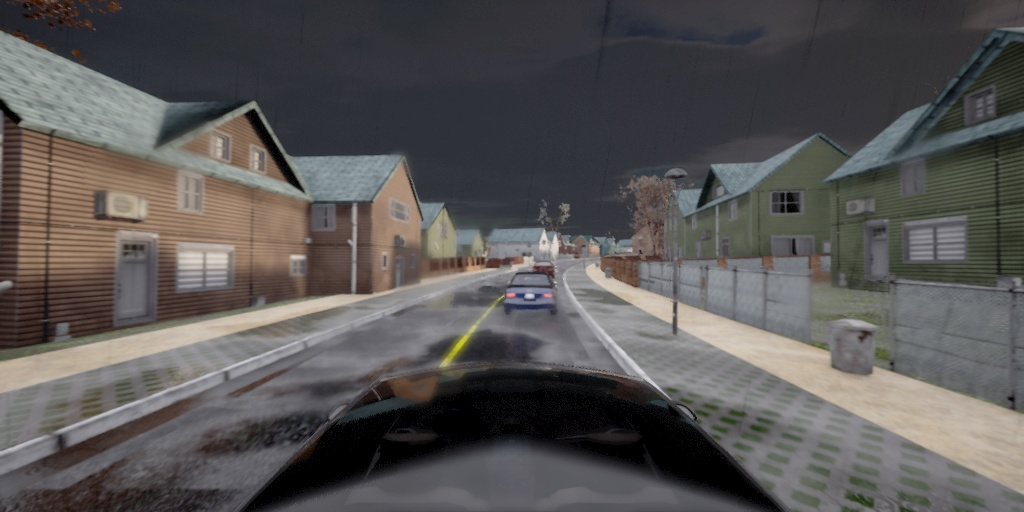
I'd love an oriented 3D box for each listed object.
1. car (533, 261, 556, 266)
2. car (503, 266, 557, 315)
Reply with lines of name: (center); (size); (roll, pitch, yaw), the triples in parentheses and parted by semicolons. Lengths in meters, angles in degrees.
car: (2.849, 1.158, 31.669); (1.882, 1.535, 5.008); (0, 0, 9)
car: (0.744, 1.288, 13.635); (2.033, 1.411, 5.357); (0, 0, 4)
